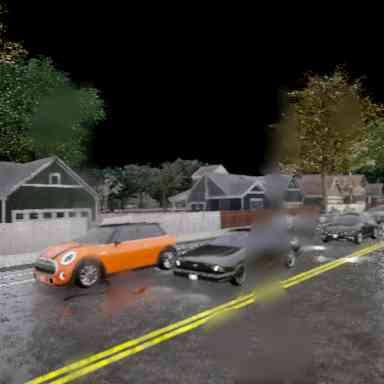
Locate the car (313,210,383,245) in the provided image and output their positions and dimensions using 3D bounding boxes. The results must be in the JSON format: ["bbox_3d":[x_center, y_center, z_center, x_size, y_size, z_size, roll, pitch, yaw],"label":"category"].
[{"bbox_3d":[8.830,1.972,18.487,1.837,1.490,4.892,-3,-2,43],"label":"car"}]

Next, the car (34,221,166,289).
[{"bbox_3d":[-2.627,1.832,10.888,2.097,1.767,4.553,-3,-3,43],"label":"car"}]

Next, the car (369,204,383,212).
[{"bbox_3d":[13.347,1.644,23.276,1.837,1.490,4.892,-3,-3,43],"label":"car"}]

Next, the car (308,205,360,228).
[{"bbox_3d":[10.961,1.810,25.477,2.128,1.511,4.902,-3,-3,43],"label":"car"}]

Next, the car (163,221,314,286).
[{"bbox_3d":[1.807,1.916,10.901,2.033,1.411,5.357,-3,-3,42],"label":"car"}]

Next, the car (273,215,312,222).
[{"bbox_3d":[5.770,2.126,19.966,1.812,1.442,4.674,-3,-3,43],"label":"car"}]
